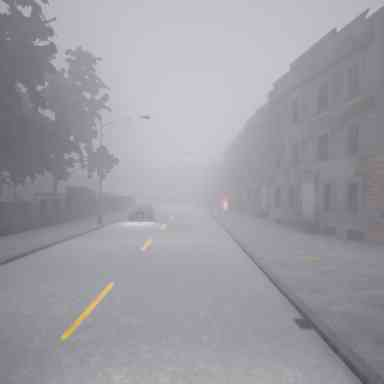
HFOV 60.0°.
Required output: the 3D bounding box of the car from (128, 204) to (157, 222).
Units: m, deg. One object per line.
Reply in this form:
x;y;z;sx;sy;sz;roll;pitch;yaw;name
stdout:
-4.123;1.736;28.196;1.994;1.385;4.181;0;0;0;car
